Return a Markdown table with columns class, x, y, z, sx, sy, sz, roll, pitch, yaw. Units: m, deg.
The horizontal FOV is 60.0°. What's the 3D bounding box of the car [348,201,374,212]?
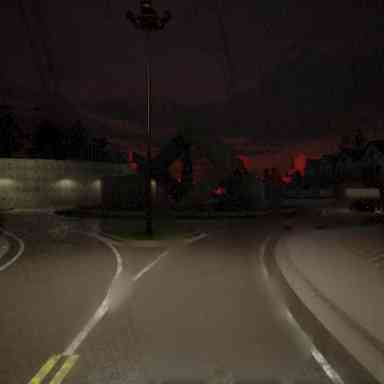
| class | x | y | z | sx | sy | sz | roll | pitch | yaw |
| --- | --- | --- | --- | --- | --- | --- | --- | --- | --- |
| car | 22.753 | 1.928 | 44.820 | 1.994 | 1.385 | 4.181 | 0 | 0 | 4 |
